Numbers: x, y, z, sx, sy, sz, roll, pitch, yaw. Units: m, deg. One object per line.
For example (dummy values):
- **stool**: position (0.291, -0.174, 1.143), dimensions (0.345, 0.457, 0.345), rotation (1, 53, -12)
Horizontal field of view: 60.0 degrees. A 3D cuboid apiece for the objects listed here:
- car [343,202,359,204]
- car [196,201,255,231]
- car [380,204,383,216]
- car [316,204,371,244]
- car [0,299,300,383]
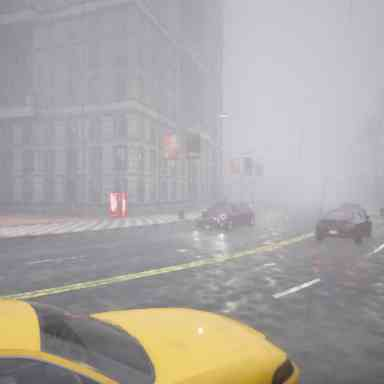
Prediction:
- **car**: position (14.228, 1.558, 29.732), dimensions (1.994, 1.385, 4.181), rotation (0, 0, 20)
- **car**: position (2.164, 1.390, 20.775), dimensions (2.097, 1.767, 4.553), rotation (0, 0, 34)
- **car**: position (17.517, 1.484, 28.535), dimensions (2.128, 1.511, 4.902), rotation (0, 0, 20)
- **car**: position (7.326, 1.526, 15.944), dimensions (1.812, 1.442, 4.674), rotation (0, 0, 36)
- **car**: position (-1.479, 1.453, 2.225), dimensions (5.366, 1.575, 1.801), rotation (0, 0, -36)
